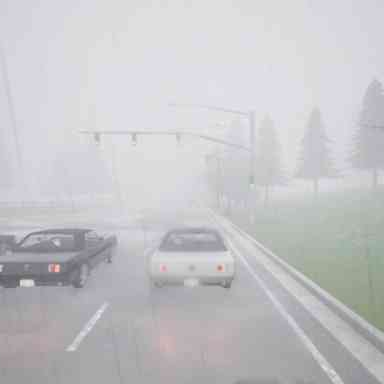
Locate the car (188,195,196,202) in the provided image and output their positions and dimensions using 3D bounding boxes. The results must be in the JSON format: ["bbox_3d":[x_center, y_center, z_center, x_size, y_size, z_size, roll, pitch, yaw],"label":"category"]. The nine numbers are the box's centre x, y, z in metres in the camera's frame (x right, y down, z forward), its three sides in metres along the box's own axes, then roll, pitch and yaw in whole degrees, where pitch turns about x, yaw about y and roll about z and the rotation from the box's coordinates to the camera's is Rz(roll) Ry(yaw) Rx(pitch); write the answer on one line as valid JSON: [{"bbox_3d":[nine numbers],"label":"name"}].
[{"bbox_3d":[-0.018,1.777,92.115,2.097,1.767,4.553,0,0,0],"label":"car"}]

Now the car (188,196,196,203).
[{"bbox_3d":[-0.016,2.040,81.724,2.128,1.511,4.902,0,0,0],"label":"car"}]

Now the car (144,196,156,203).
[{"bbox_3d":[-10.516,2.113,82.168,1.895,1.301,4.718,0,0,0],"label":"car"}]

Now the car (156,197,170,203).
[{"bbox_3d":[-7.016,2.039,81.722,2.128,1.511,4.902,0,0,0],"label":"car"}]

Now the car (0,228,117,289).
[{"bbox_3d":[-3.473,1.661,9.288,1.895,1.301,4.718,0,0,1],"label":"car"}]

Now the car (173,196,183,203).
[{"bbox_3d":[-3.516,1.873,82.111,2.097,1.767,4.553,0,0,0],"label":"car"}]

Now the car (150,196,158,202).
[{"bbox_3d":[-10.518,1.946,92.142,1.812,1.442,4.674,0,0,0],"label":"car"}]

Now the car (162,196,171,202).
[{"bbox_3d":[-7.018,1.961,92.143,2.033,1.411,5.357,0,0,0],"label":"car"}]

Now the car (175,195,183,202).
[{"bbox_3d":[-3.518,1.777,92.115,2.097,1.767,4.553,0,0,0],"label":"car"}]

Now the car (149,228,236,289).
[{"bbox_3d":[0.029,1.661,9.314,1.895,1.301,4.718,0,0,1],"label":"car"}]
